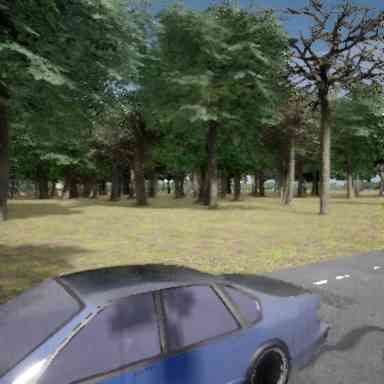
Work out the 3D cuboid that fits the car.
[{"bbox_3d":[-0.782,1.551,3.435,5.357,1.411,2.033,0,0,-36],"label":"car"}]
